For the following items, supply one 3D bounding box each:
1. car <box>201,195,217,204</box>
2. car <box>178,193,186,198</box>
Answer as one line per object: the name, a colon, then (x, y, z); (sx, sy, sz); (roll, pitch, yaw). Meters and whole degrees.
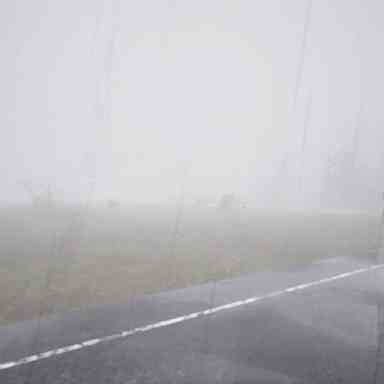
car: (2.687, 1.364, 61.684); (2.128, 1.511, 4.902); (0, 0, -34)
car: (-3.093, 1.092, 70.302); (2.097, 1.767, 4.553); (0, 0, -34)
